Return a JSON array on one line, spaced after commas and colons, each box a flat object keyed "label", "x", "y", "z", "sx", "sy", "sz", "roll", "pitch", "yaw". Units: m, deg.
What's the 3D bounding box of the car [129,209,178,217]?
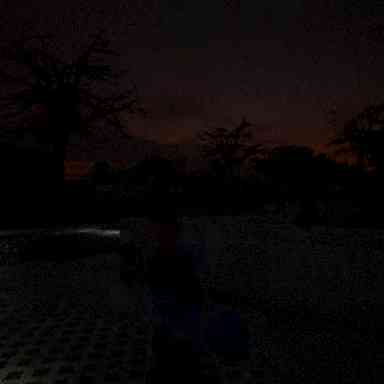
[{"label": "car", "x": -2.678, "y": 1.828, "z": 22.445, "sx": 1.994, "sy": 1.385, "sz": 4.181, "roll": 1, "pitch": 0, "yaw": 36}]

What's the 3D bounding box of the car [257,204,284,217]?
[{"label": "car", "x": 9.214, "y": 2.187, "z": 38.648, "sx": 1.812, "sy": 1.442, "sz": 4.674, "roll": 1, "pitch": -1, "yaw": 37}]
